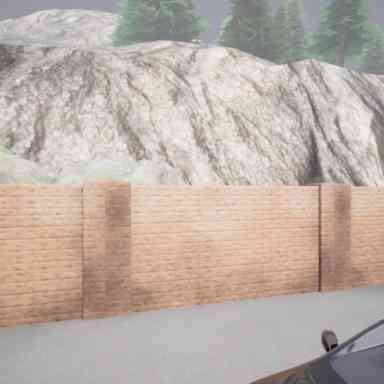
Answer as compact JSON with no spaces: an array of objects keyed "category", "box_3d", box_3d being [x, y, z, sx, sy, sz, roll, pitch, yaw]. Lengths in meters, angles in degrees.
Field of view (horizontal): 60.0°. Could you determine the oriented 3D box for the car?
[{"category":"car","box_3d":[2.067,1.492,1.964,4.902,1.511,2.128,0,0,-19]}]
